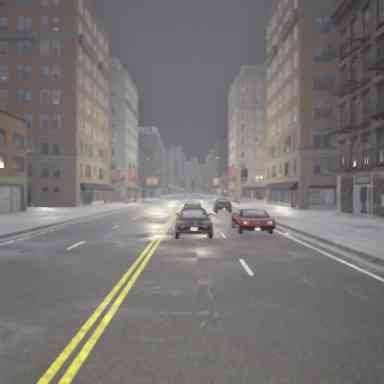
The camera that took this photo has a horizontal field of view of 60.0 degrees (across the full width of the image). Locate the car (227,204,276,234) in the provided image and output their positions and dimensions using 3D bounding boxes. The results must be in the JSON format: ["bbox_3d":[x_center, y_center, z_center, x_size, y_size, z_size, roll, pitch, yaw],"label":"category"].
[{"bbox_3d":[3.343,1.596,19.100,1.895,1.301,4.718,0,0,0],"label":"car"}]

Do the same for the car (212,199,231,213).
[{"bbox_3d":[3.333,1.497,36.871,1.837,1.490,4.892,0,0,0],"label":"car"}]

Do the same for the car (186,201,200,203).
[{"bbox_3d":[0.084,1.593,35.011,1.895,1.301,4.718,0,0,0],"label":"car"}]

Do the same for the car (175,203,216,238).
[{"bbox_3d":[0.091,1.521,17.457,1.812,1.442,4.674,0,0,0],"label":"car"}]
